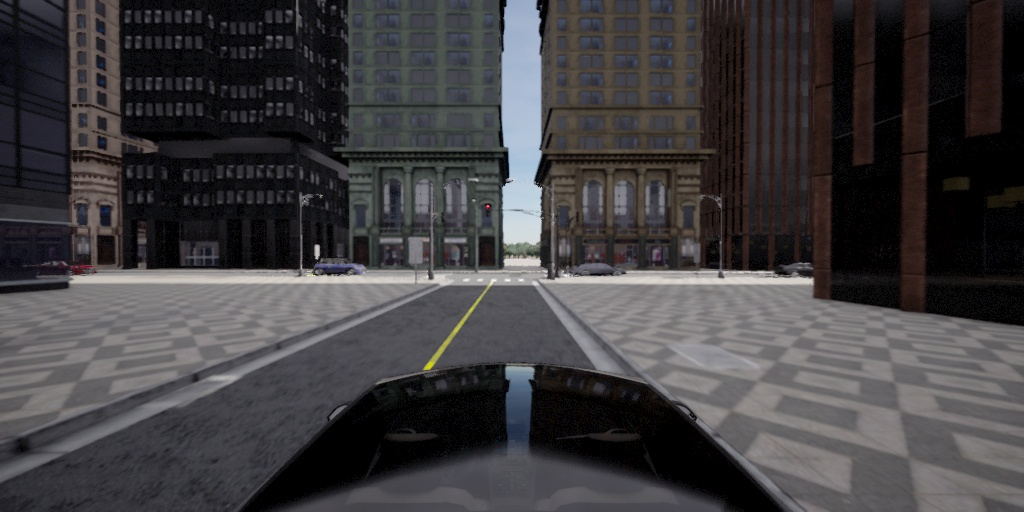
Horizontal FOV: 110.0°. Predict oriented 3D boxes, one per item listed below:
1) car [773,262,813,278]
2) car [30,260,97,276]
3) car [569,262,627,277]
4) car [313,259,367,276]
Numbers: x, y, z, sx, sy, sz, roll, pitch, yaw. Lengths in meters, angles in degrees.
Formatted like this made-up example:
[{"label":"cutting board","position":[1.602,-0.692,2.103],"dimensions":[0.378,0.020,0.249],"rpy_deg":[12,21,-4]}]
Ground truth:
[{"label":"car","position":[27.929,1.360,34.510],"dimensions":[4.892,1.490,1.837],"rpy_deg":[0,1,0]},{"label":"car","position":[-43.192,1.165,34.600],"dimensions":[5.008,1.535,1.882],"rpy_deg":[0,1,0]},{"label":"car","position":[8.227,1.334,34.538],"dimensions":[5.357,1.411,2.033],"rpy_deg":[0,1,0]},{"label":"car","position":[-16.514,1.040,34.564],"dimensions":[4.553,1.767,2.097],"rpy_deg":[0,1,0]}]
